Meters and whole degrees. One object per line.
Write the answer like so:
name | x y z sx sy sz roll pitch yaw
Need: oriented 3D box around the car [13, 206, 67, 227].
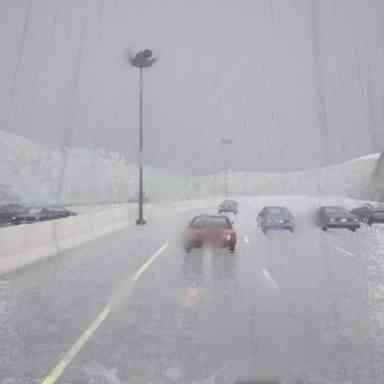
car | -9.207 1.585 21.053 1.895 1.301 4.718 0 0 7

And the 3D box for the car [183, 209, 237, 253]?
car | 0.796 1.604 13.782 1.895 1.301 4.718 0 0 5

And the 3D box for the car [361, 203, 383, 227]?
car | 12.447 1.518 22.931 2.128 1.511 4.902 0 0 8

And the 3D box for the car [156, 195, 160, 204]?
car | -6.264 1.346 63.600 2.097 1.767 4.553 0 0 20

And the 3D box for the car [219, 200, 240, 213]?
car | 3.911 1.558 34.930 2.033 1.411 5.357 0 0 12

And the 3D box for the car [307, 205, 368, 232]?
car | 8.526 1.567 20.403 2.033 1.411 5.357 0 0 7

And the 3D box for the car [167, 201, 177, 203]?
car | -2.824 1.353 62.805 2.097 1.767 4.553 0 0 20

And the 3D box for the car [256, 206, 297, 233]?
car | 4.903 1.559 19.638 2.033 1.411 5.357 0 0 7
